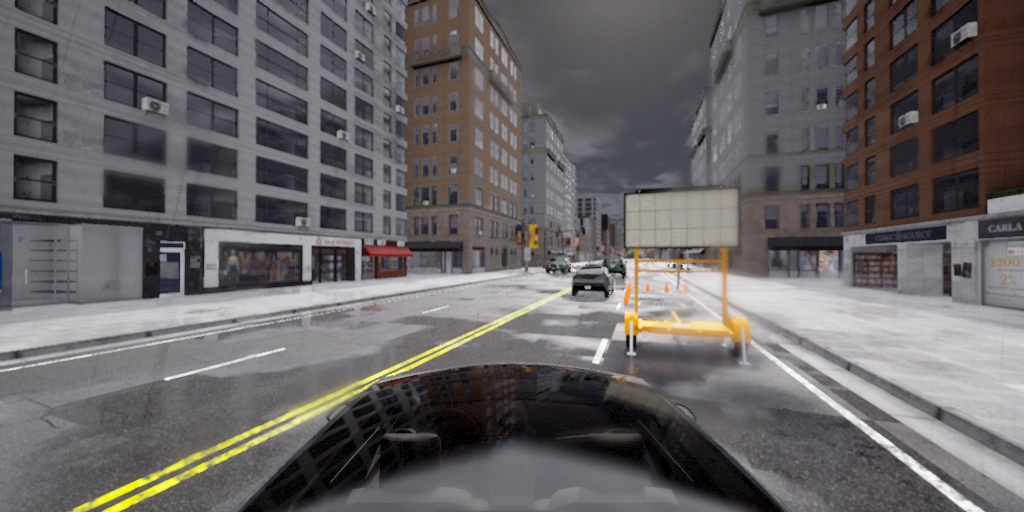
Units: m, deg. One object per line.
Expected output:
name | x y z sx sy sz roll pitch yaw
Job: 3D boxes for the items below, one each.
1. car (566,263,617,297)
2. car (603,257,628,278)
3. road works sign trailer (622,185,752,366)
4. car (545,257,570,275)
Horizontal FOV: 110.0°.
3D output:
car | 4.457 1.302 19.448 1.837 1.490 4.892 0 -1 20
car | 10.187 1.071 35.597 2.150 2.045 5.566 0 0 19
road works sign trailer | 3.843 0.232 8.285 2.380 3.560 2.880 0 0 20
car | 5.556 1.097 42.503 2.150 2.045 5.566 0 -1 20
